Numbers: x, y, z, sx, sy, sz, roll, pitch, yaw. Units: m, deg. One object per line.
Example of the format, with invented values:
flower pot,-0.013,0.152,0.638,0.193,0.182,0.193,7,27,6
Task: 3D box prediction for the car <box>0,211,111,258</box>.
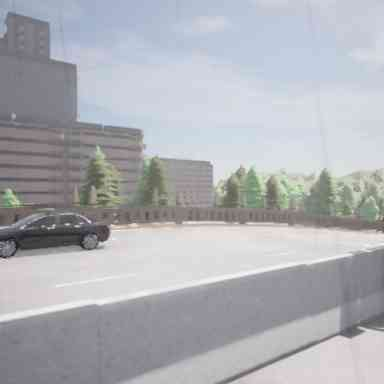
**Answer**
car,-5.614,1.524,12.884,4.892,1.490,1.837,0,0,-35
